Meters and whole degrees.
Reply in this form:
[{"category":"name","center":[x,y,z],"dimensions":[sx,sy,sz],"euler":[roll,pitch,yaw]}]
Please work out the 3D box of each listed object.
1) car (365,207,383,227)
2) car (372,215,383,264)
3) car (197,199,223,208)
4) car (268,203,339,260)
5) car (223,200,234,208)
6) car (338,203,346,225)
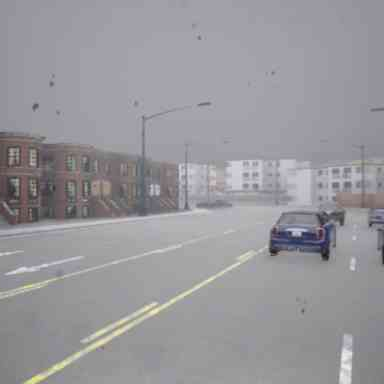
[{"category":"car","center":[13.979,1.803,24.597],"dimensions":[2.033,1.411,5.357],"euler":[0,-1,26]},{"category":"car","center":[7.666,1.723,11.809],"dimensions":[1.895,1.301,4.718],"euler":[0,-1,27]},{"category":"car","center":[2.901,2.252,59.988],"dimensions":[1.895,1.301,4.718],"euler":[0,-1,-35]},{"category":"car","center":[4.610,1.495,13.522],"dimensions":[2.097,1.767,4.553],"euler":[0,-1,27]},{"category":"car","center":[5.745,2.177,62.039],"dimensions":[1.837,1.490,4.892],"euler":[1,-1,-35]},{"category":"car","center":[11.254,1.635,26.971],"dimensions":[2.097,1.767,4.553],"euler":[0,-1,27]}]
